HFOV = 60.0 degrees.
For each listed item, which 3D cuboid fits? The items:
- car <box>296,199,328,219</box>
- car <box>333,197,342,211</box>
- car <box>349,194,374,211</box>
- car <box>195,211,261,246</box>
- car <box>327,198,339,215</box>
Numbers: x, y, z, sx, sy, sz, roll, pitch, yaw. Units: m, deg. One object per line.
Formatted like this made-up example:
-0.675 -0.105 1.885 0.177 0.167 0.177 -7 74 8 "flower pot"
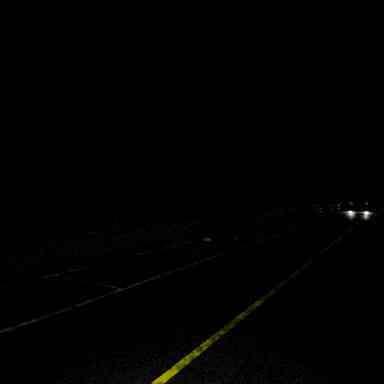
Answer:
10.513 1.583 29.468 1.802 1.307 4.206 0 0 32 "car"
16.326 1.441 38.865 1.967 1.590 4.097 0 0 32 "car"
20.579 1.352 40.670 2.097 1.767 4.553 0 0 32 "car"
1.793 1.566 15.372 1.947 1.339 4.313 0 0 32 "car"
13.420 1.567 34.167 1.947 1.339 4.313 0 0 32 "car"
